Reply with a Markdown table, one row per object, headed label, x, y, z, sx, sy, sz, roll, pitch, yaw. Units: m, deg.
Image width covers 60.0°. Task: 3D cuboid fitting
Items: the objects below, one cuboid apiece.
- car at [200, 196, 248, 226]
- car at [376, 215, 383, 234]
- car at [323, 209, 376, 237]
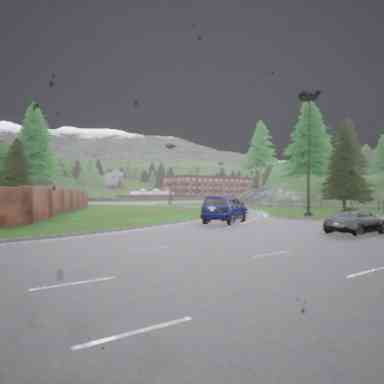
| label | x | y | z | sx | sy | sz | roll | pitch | yaw |
| --- | --- | --- | --- | --- | --- | --- | --- | --- | --- |
| car | 2.498 | 1.335 | 24.970 | 2.150 | 2.045 | 5.566 | 1 | 0 | 25 |
| car | 11.076 | 1.630 | 15.946 | 4.892 | 1.490 | 1.837 | 0 | 0 | -35 |
| car | 9.378 | 1.692 | 19.034 | 4.181 | 1.385 | 1.994 | 0 | 0 | -35 |
